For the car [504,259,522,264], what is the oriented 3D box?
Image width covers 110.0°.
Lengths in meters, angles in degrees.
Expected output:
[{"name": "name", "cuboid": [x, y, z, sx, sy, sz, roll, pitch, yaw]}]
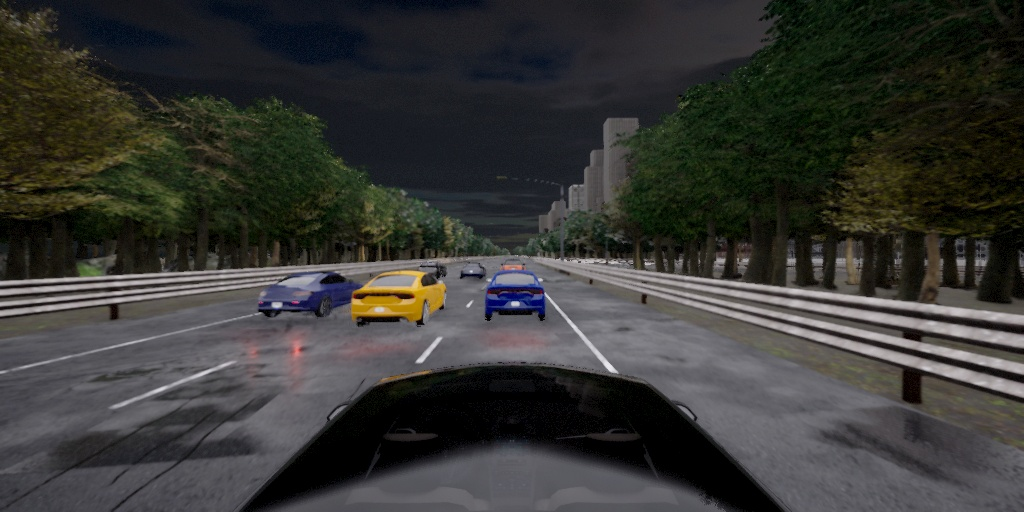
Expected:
[{"name": "car", "cuboid": [0.098, 1.058, 31.132, 2.097, 1.767, 4.553, 0, 0, 0]}]

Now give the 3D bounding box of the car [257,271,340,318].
[{"name": "car", "cuboid": [-6.903, 1.271, 12.831, 1.812, 1.442, 4.674, 0, 0, 0]}]

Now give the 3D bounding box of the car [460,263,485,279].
[{"name": "car", "cuboid": [-3.404, 1.267, 31.946, 1.994, 1.385, 4.181, 0, 0, 0]}]

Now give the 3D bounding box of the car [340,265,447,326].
[{"name": "car", "cuboid": [-3.401, 1.224, 11.682, 1.882, 1.535, 5.008, 0, 0, 0]}]

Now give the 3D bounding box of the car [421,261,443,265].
[{"name": "car", "cuboid": [-6.906, 1.196, 31.349, 2.128, 1.511, 4.902, 0, 0, 0]}]

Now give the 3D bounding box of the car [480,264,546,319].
[{"name": "car", "cuboid": [0.099, 1.224, 12.770, 1.882, 1.535, 5.008, 0, 0, 0]}]
